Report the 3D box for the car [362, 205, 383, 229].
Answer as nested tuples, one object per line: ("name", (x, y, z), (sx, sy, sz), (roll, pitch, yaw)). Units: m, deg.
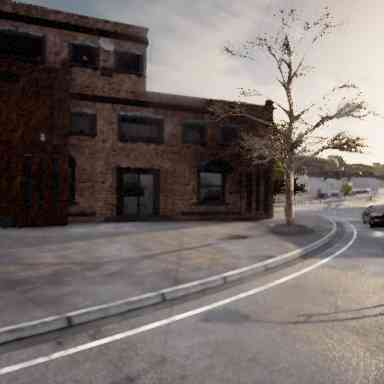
("car", (12.356, 1.580, 21.710), (2.033, 1.411, 5.357), (0, 0, 20))
